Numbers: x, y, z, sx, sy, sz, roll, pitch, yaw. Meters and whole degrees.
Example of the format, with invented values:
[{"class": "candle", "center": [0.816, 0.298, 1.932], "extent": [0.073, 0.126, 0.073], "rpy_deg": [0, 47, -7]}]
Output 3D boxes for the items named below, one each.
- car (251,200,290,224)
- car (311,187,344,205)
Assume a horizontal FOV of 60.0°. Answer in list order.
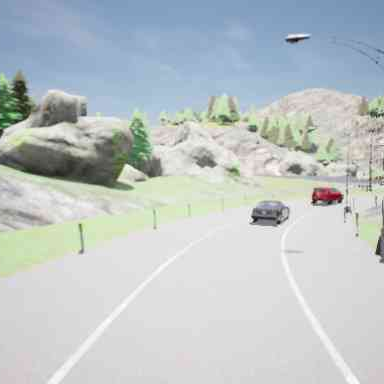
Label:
[{"class": "car", "center": [5.474, 1.261, 22.835], "extent": [2.033, 1.411, 5.357], "rpy_deg": [2, 2, 24]}, {"class": "car", "center": [16.182, 0.384, 39.640], "extent": [2.150, 2.045, 5.566], "rpy_deg": [4, 5, 42]}]
